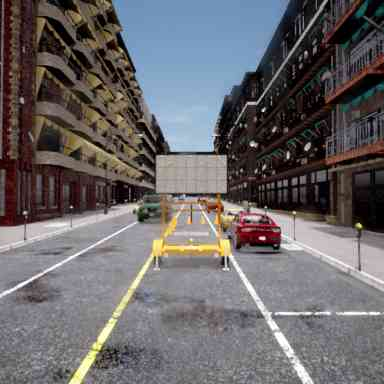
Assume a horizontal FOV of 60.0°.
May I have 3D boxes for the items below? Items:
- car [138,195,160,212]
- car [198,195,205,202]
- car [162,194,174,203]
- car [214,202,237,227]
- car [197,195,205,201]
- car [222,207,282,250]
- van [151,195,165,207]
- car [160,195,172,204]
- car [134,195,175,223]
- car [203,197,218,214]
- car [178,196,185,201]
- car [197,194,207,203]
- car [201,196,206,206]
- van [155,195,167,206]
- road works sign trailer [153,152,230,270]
[{"bbox_3d":[-5.362,1.394,42.056,2.192,1.841,5.009,2,0,0],"label":"car"},{"bbox_3d":[2.483,1.678,58.598,1.887,1.381,4.507,1,0,0],"label":"car"},{"bbox_3d":[-5.421,1.518,75.237,2.192,1.841,5.009,1,0,0],"label":"car"},{"bbox_3d":[2.552,1.551,20.054,1.752,1.417,4.829,1,0,0],"label":"car"},{"bbox_3d":[2.392,1.726,91.784,1.967,1.590,4.097,1,0,0],"label":"car"},{"bbox_3d":[2.561,1.561,14.352,1.887,1.381,4.507,1,0,0],"label":"car"},{"bbox_3d":[-5.382,1.454,53.114,1.690,1.788,3.998,2,0,0],"label":"van"},{"bbox_3d":[-5.411,1.494,69.707,2.192,1.841,5.009,1,0,0],"label":"car"},{"bbox_3d":[-2.792,1.260,25.956,2.150,2.045,5.566,0,0,0],"label":"car"},{"bbox_3d":[2.522,1.609,36.474,1.887,1.381,4.507,1,0,0],"label":"car"},{"bbox_3d":[-2.908,1.776,91.035,2.128,1.511,4.902,0,0,0],"label":"car"},{"bbox_3d":[2.415,1.544,80.722,2.192,1.841,5.009,1,0,0],"label":"car"},{"bbox_3d":[2.512,1.629,42.006,2.008,1.369,4.403,1,0,0],"label":"car"},{"bbox_3d":[-5.392,1.475,58.646,1.690,1.788,3.998,1,0,0],"label":"van"},{"bbox_3d":[-0.019,0.475,11.014,2.380,3.560,2.880,0,0,0],"label":"road works sign trailer"}]
